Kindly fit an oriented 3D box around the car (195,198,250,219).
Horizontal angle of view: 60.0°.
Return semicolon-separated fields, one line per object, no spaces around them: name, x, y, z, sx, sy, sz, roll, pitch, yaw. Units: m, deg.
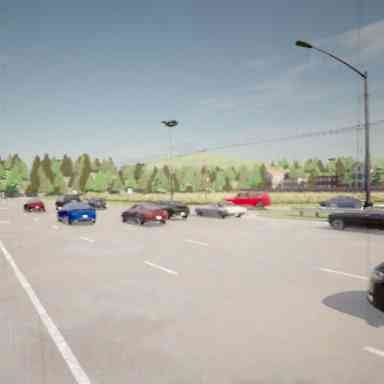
car;2.204;1.447;27.362;1.895;1.301;4.718;-1;0;-34

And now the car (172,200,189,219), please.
car;-2.055;1.425;27.450;1.837;1.490;4.892;-1;0;-34

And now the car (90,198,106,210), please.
car;-12.762;1.535;43.618;2.128;1.511;4.902;-1;0;-34

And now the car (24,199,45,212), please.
car;-19.535;1.648;41.171;1.882;1.535;5.008;-1;0;-34

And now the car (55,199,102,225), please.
car;-8.662;1.524;24.753;1.882;1.535;5.008;-1;0;-34

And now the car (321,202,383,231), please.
car;9.263;1.366;16.702;1.895;1.301;4.718;-1;0;-34

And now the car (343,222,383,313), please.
car;4.892;1.383;4.280;2.128;1.511;4.902;-1;0;-34

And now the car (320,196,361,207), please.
car;16.140;1.130;36.205;4.181;1.385;1.994;-1;0;-3

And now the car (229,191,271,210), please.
car;5.950;0.964;36.916;5.566;2.045;2.150;-1;0;12

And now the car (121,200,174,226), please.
car;-3.400;1.486;23.142;1.812;1.442;4.674;-1;0;-34

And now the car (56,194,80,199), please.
car;-15.359;1.320;41.195;2.150;2.045;5.566;-1;0;-34
